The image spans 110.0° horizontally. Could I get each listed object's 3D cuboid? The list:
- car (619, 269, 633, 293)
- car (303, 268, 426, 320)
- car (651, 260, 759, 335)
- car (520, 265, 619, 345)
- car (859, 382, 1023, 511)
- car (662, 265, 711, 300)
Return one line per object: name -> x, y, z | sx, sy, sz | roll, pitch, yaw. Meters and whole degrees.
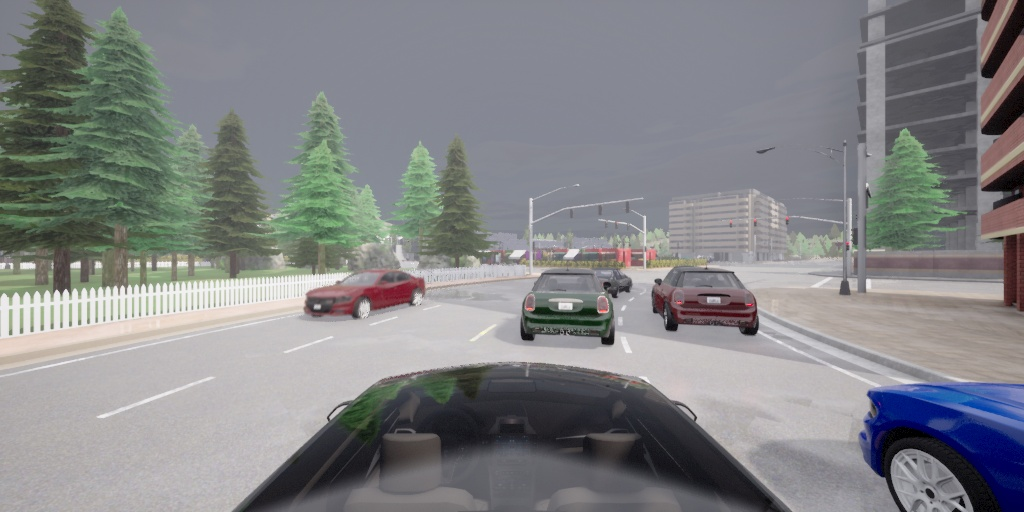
car -> 4.867, 1.307, 18.569 | 2.033, 1.411, 5.357 | 0, 0, 29
car -> -5.025, 1.228, 12.975 | 1.882, 1.535, 5.008 | 0, 0, 17
car -> 5.527, 1.109, 10.860 | 2.097, 1.767, 4.553 | 0, 0, 15
car -> 1.617, 1.106, 9.817 | 2.097, 1.767, 4.553 | 0, 0, 13
car -> 3.815, 1.229, 0.870 | 1.882, 1.535, 5.008 | 0, 0, 0
car -> 9.297, 1.267, 18.877 | 1.837, 1.490, 4.892 | 0, 0, 31
